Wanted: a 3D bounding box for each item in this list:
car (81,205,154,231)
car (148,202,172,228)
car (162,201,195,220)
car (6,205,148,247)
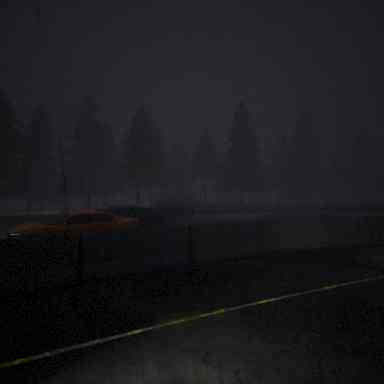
[{"bbox_3d":[-4.752,1.564,21.203,4.181,1.385,1.994,0,0,-28],"label":"car"},{"bbox_3d":[-3.798,1.505,17.756,4.892,1.490,1.837,0,0,-30],"label":"car"},{"bbox_3d":[-2.230,1.477,26.511,5.008,1.535,1.882,0,0,-26],"label":"car"},{"bbox_3d":[-4.549,1.477,13.229,5.008,1.535,1.882,0,0,-31],"label":"car"}]
